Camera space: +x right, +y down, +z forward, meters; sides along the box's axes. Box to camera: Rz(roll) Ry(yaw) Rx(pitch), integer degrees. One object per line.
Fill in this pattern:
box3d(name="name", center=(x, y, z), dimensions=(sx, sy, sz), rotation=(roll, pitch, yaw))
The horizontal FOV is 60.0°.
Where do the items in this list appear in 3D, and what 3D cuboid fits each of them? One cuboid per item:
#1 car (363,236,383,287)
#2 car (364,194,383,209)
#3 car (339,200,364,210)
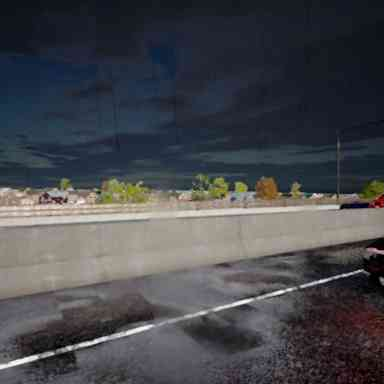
box3d(name="car", center=(6.067, 1.471, 8.030), dimensions=(4.902, 1.511, 2.128), rotation=(0, 0, -35))
box3d(name="car", center=(21.374, 1.190, 35.891), dimensions=(5.566, 2.045, 2.150), rotation=(0, 0, -34))
box3d(name="car", center=(19.204, 1.567, 38.650), dimensions=(4.718, 1.301, 1.895), rotation=(0, 0, -34))
